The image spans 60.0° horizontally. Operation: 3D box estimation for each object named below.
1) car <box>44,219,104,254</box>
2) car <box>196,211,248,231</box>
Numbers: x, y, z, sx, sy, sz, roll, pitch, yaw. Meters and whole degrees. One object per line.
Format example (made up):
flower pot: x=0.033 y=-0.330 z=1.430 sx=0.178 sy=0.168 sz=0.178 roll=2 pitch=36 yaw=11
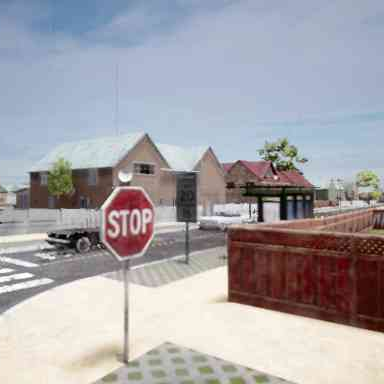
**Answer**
car: x=-4.198 y=1.898 z=15.362 sx=1.895 sy=1.301 sz=4.718 roll=0 pitch=-1 yaw=37
car: x=2.276 y=2.052 z=24.377 sx=1.895 sy=1.301 sz=4.718 roll=0 pitch=-1 yaw=35
